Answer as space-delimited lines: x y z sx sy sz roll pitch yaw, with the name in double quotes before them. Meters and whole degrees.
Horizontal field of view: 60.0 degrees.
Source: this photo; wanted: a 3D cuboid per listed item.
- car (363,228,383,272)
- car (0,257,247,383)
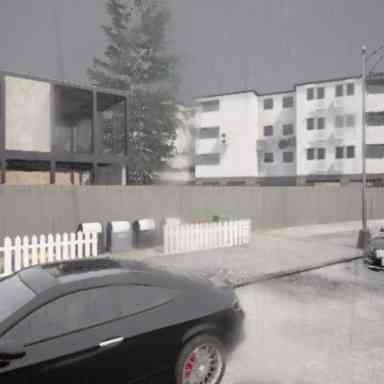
"car" 6.774 1.439 9.452 4.902 1.511 2.128 0 0 -36
"car" -1.450 1.524 3.549 4.674 1.442 1.812 0 0 -36
